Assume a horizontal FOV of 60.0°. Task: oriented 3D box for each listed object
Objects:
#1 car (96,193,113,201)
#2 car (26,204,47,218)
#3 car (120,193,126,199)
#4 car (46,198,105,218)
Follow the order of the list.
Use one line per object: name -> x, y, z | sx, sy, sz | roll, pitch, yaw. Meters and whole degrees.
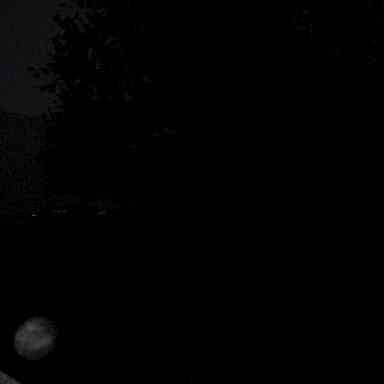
car -> -16.196, 0.934, 57.761 | 1.946, 1.575, 5.366 | -1, 3, 31
car -> -14.549, 1.893, 34.318 | 1.895, 1.301, 4.718 | -1, 2, 21
car -> -13.332, 0.610, 62.472 | 1.946, 1.575, 5.366 | -1, 3, 31
car -> -11.506, 1.773, 33.461 | 2.033, 1.411, 5.357 | -1, 2, 22
